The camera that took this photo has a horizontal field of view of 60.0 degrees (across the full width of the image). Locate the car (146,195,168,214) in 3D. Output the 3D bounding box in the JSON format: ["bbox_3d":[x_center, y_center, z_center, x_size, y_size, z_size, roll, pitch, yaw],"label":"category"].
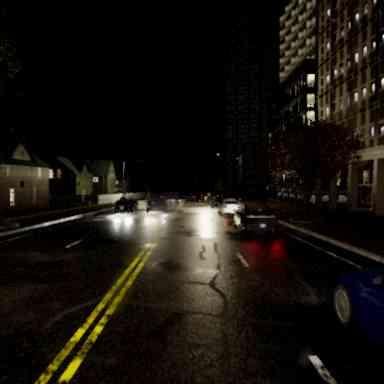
[{"bbox_3d":[-3.372,1.292,32.724,1.812,1.442,4.674,0,0,0],"label":"car"}]

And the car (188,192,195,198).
[{"bbox_3d":[-0.081,0.878,93.061,2.128,1.511,4.902,0,0,0],"label":"car"}]

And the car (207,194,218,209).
[{"bbox_3d":[3.215,1.265,39.986,2.033,1.411,5.357,0,0,0],"label":"car"}]

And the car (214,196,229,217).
[{"bbox_3d":[3.225,1.317,28.982,1.812,1.442,4.674,0,0,0],"label":"car"}]

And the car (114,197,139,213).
[{"bbox_3d":[-6.623,1.250,33.835,2.128,1.511,4.902,0,0,0],"label":"car"}]

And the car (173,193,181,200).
[{"bbox_3d":[-3.315,0.930,74.257,1.837,1.490,4.892,0,0,0],"label":"car"}]

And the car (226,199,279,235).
[{"bbox_3d":[3.333,1.359,18.037,2.128,1.511,4.902,0,0,0],"label":"car"}]

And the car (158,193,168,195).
[{"bbox_3d":[-6.566,0.892,76.055,2.128,1.511,4.902,0,0,0],"label":"car"}]

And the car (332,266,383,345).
[{"bbox_3d":[3.346,1.495,3.863,1.812,1.442,4.674,0,0,0],"label":"car"}]

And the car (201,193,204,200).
[{"bbox_3d":[3.196,1.040,62.183,1.801,1.575,5.366,0,0,0],"label":"car"}]

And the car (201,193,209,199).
[{"bbox_3d":[3.177,0.990,84.001,1.812,1.442,4.674,0,0,0],"label":"car"}]

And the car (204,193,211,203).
[{"bbox_3d":[3.205,1.153,50.989,1.837,1.490,4.892,0,0,0],"label":"car"}]
